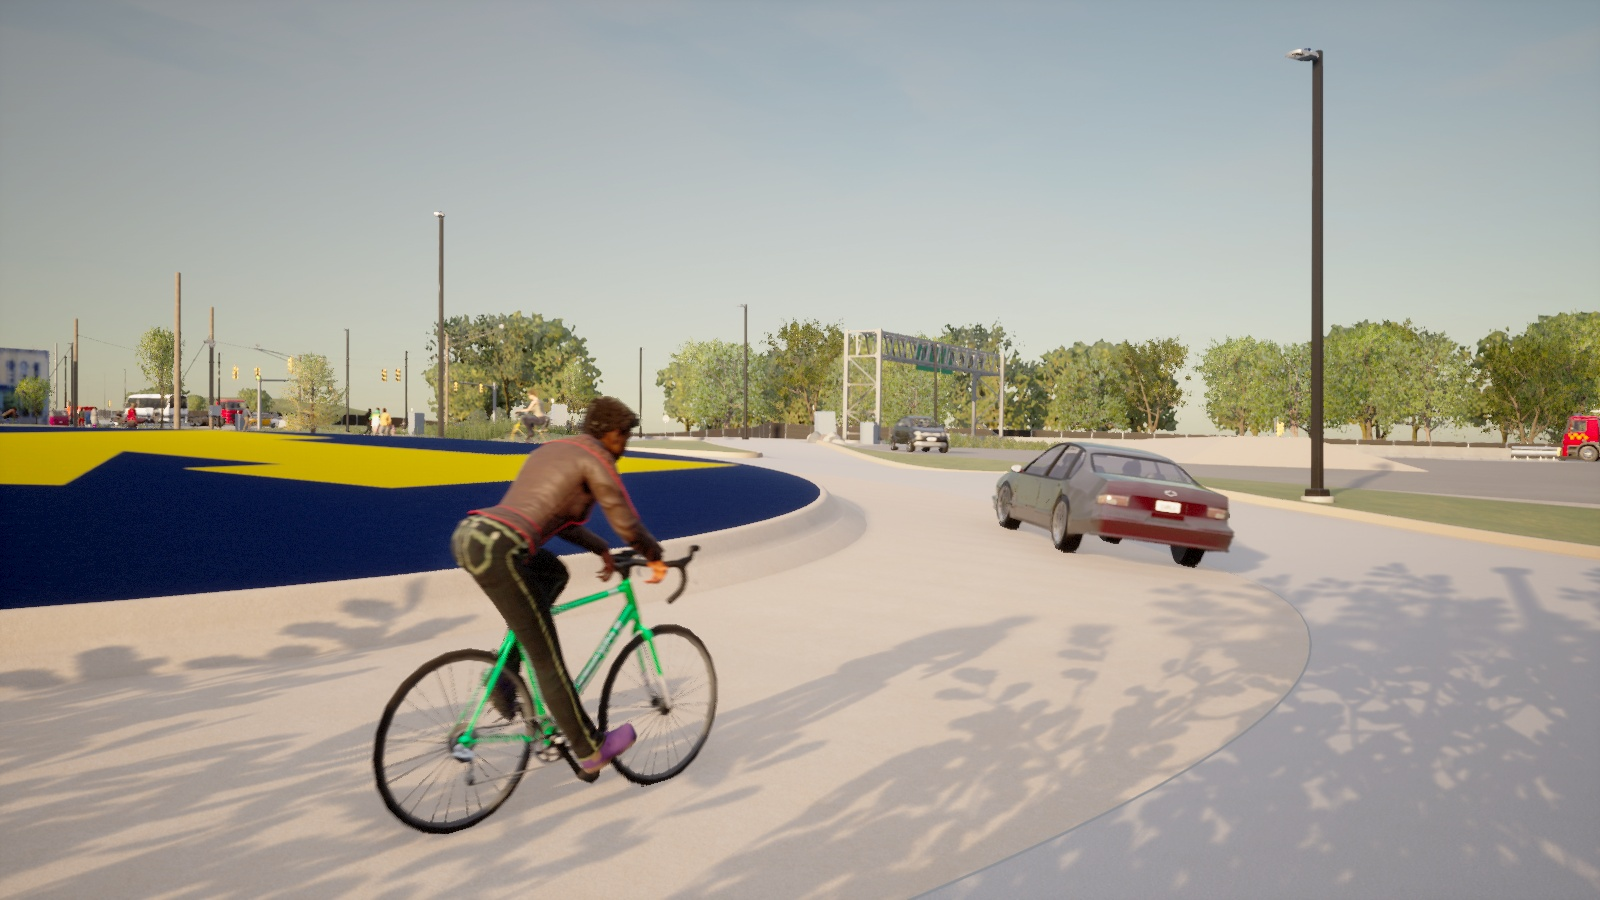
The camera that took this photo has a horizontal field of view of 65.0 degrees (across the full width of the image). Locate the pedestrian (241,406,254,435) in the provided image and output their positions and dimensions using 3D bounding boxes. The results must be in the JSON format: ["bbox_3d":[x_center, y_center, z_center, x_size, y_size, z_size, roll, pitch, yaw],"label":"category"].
[{"bbox_3d":[-38.309,-2.031,87.089,0.423,1.949,0.788,0,0,23],"label":"pedestrian"}]

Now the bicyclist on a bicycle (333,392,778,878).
[{"bbox_3d":[-0.905,0.613,4.989,0.582,1.620,1.656,4,2,43],"label":"bicyclist on a bicycle"}]

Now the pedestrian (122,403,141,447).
[{"bbox_3d":[-28.174,-1.039,52.946,0.331,1.846,0.636,0,0,25],"label":"pedestrian"}]

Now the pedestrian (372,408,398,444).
[{"bbox_3d":[-21.395,-1.220,64.758,0.874,1.855,0.900,0,0,23],"label":"pedestrian"}]

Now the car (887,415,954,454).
[{"bbox_3d":[5.107,-0.686,53.791,1.789,1.549,3.705,2,1,-12],"label":"car"}]

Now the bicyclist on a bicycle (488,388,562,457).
[{"bbox_3d":[-6.799,-0.679,31.051,1.509,1.612,0.866,3,2,17],"label":"bicyclist on a bicycle"}]

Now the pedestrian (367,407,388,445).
[{"bbox_3d":[-22.061,-1.255,65.528,0.659,1.952,0.873,0,0,16],"label":"pedestrian"}]

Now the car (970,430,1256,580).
[{"bbox_3d":[3.968,0.602,17.110,2.033,1.411,5.357,7,1,-4],"label":"car"}]
